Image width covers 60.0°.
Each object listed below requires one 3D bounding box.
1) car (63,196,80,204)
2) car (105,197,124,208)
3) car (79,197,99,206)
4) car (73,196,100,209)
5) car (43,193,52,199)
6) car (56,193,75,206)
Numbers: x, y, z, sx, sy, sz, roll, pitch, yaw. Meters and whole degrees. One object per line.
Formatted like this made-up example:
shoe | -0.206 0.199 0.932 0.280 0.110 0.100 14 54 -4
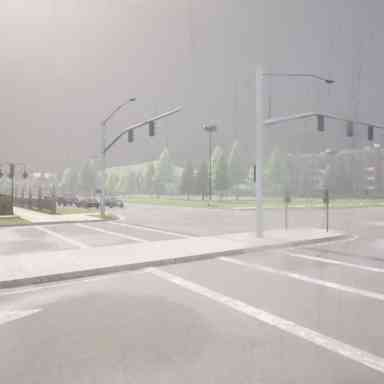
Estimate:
car | -23.000 1.564 63.630 1.994 1.385 4.181 0 0 -36
car | -11.429 1.492 47.593 2.128 1.511 4.902 0 0 -36
car | -17.191 1.564 55.536 1.994 1.385 4.181 0 0 -36
car | -14.235 1.601 45.497 1.895 1.301 4.718 0 0 -36
car | -26.083 1.221 61.918 2.150 2.045 5.566 0 0 -35
car | -19.947 1.221 53.372 2.150 2.045 5.566 0 0 -36
